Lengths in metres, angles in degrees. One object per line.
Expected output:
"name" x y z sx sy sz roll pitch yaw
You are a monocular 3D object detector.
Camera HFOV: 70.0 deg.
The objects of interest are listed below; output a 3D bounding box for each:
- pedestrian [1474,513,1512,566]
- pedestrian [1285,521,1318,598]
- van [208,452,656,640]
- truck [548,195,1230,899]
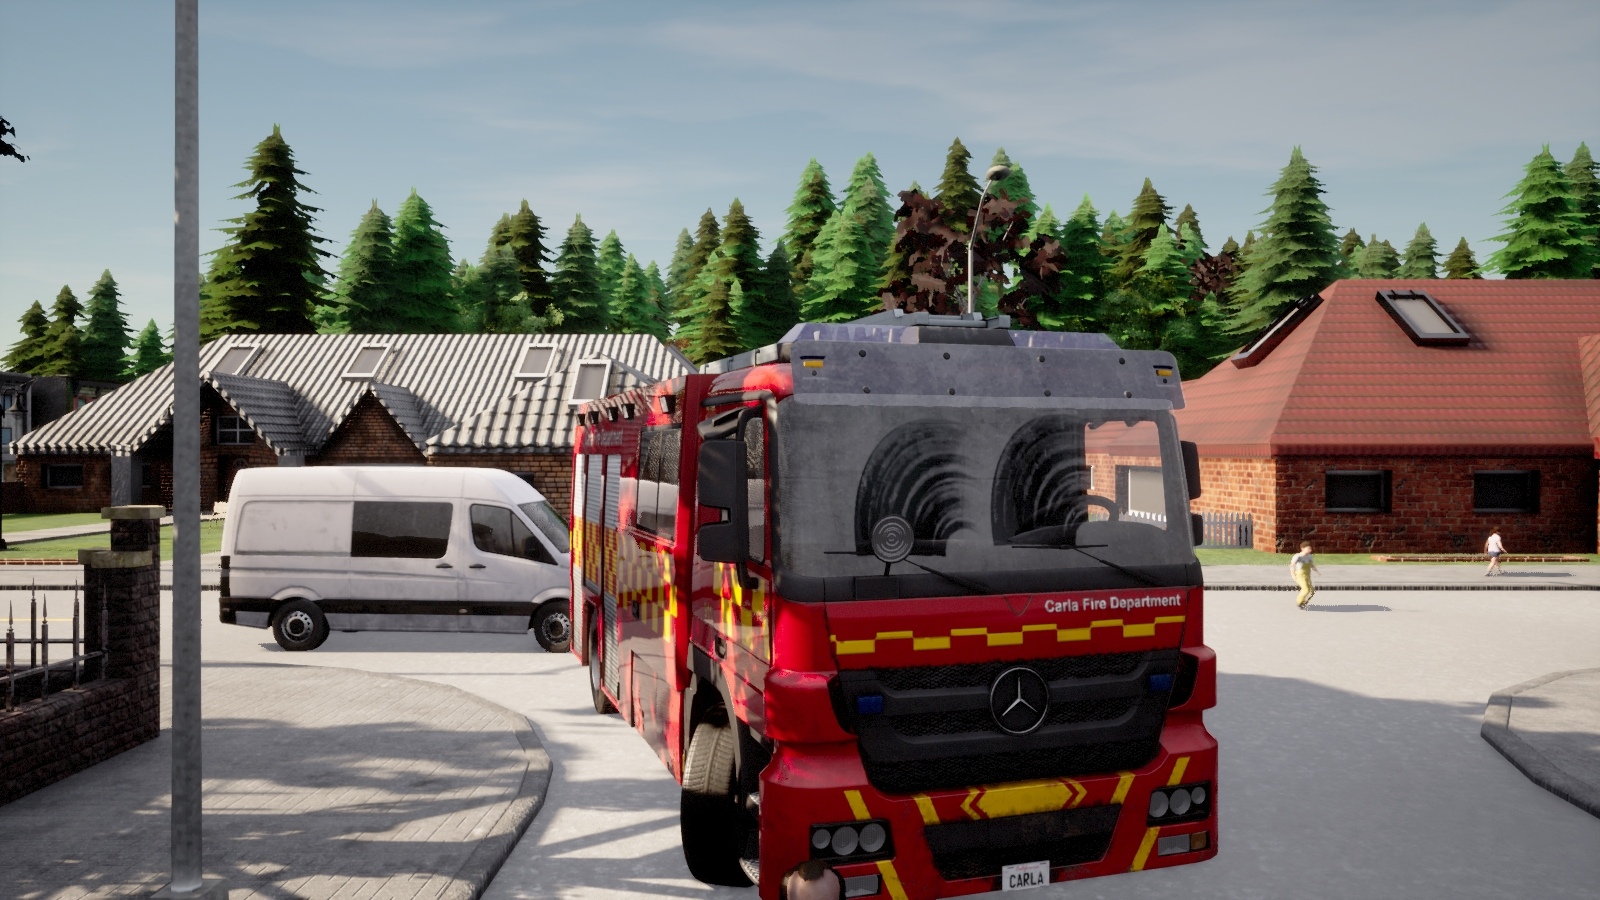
"pedestrian" 14.813 1.905 24.414 0.500 1.100 0.500 0 0 -3
"pedestrian" 8.755 1.908 19.950 0.375 1.300 0.375 0 0 -20
"van" -5.223 1.314 16.752 5.915 2.561 1.988 0 0 2
"truck" -0.279 0.670 10.050 2.891 3.827 8.468 0 0 -19
